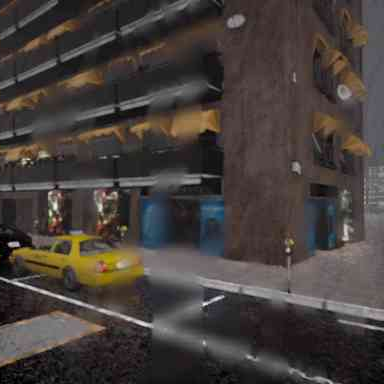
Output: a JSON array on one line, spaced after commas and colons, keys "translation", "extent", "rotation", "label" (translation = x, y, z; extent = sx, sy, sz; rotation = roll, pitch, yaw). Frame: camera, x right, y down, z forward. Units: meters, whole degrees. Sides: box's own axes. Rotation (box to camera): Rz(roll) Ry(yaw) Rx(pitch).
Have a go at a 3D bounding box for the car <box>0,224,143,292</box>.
[{"translation": [-3.546, 1.802, 9.664], "extent": [4.829, 1.417, 1.752], "rotation": [-1, -2, 37], "label": "car"}]
